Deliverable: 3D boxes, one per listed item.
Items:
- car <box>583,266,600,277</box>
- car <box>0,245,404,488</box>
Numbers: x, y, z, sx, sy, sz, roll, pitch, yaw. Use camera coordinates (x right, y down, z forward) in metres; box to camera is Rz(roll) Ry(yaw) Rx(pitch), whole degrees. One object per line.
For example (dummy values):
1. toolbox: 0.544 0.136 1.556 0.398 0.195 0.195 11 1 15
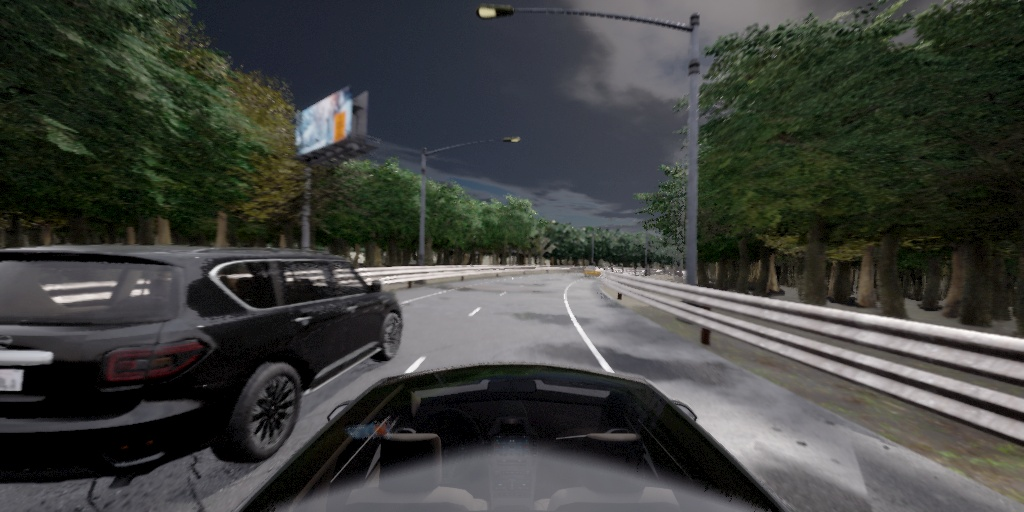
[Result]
1. car: 11.693 2.176 51.886 1.801 1.575 5.366 1 -1 24
2. car: -3.326 0.926 5.042 2.150 2.045 5.566 1 0 1
